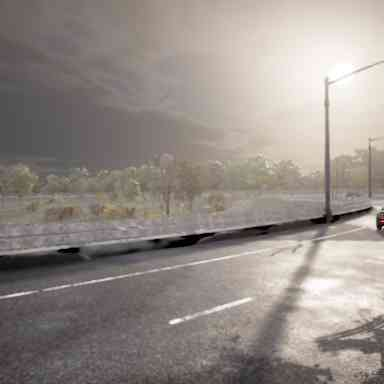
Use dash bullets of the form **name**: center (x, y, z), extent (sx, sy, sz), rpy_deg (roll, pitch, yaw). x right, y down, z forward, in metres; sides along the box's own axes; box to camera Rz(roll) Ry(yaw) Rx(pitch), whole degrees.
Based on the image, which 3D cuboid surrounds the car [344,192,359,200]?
- **car**: center (40.238, 1.017, 84.077), extent (2.150, 2.045, 5.566), rpy_deg (-1, 0, 2)

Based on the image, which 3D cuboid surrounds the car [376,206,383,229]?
- **car**: center (12.484, 1.429, 19.984), extent (1.837, 1.490, 4.892), rpy_deg (-1, 0, 41)
